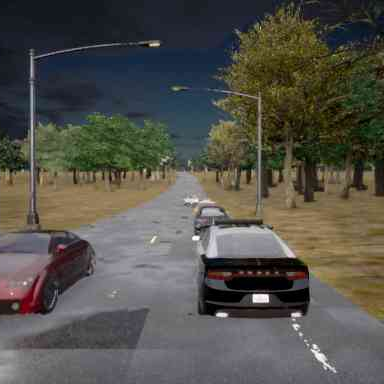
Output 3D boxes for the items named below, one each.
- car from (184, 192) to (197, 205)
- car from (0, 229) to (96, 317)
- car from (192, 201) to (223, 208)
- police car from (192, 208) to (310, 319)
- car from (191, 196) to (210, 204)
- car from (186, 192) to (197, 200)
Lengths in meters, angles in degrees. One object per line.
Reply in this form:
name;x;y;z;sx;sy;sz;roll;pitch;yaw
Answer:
car;-0.037;1.103;45.130;1.895;1.301;4.718;0;1;0
car;-3.605;1.549;7.423;1.994;1.385;4.181;0;0;0
car;1.030;1.442;17.542;1.812;1.442;4.674;0;1;0
police car;1.044;1.409;7.652;1.930;1.638;5.238;0;0;0
car;1.022;1.309;23.730;1.801;1.575;5.366;0;1;0
car;-0.075;0.692;58.233;1.895;1.301;4.718;0;2;0
